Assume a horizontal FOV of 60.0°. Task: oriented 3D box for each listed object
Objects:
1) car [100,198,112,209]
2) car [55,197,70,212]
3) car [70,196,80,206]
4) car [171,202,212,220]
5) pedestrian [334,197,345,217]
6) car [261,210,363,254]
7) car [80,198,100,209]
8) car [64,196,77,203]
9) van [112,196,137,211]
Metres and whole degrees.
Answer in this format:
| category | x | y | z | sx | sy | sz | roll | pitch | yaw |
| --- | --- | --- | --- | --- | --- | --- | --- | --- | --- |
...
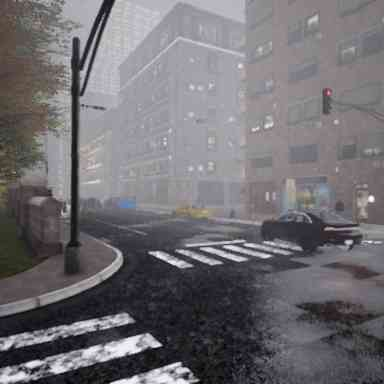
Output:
| category | x | y | z | sx | sy | sz | roll | pitch | yaw |
| --- | --- | --- | --- | --- | --- | --- | --- | --- | --- |
| car | -11.089 | 1.505 | 46.867 | 1.967 | 1.590 | 4.097 | 1 | -1 | -30 |
| car | -15.595 | 1.412 | 37.888 | 1.967 | 1.590 | 4.097 | 1 | -1 | -30 |
| car | -19.215 | 1.613 | 55.605 | 2.033 | 1.411 | 5.357 | 1 | 0 | -30 |
| car | -0.141 | 1.545 | 27.801 | 1.752 | 1.417 | 4.829 | 1 | -1 | -30 |
| pedestrian | 8.345 | 1.167 | 18.941 | 0.375 | 1.860 | 0.375 | 1 | -1 | -30 |
| car | 4.542 | 1.456 | 13.457 | 2.128 | 1.511 | 4.902 | 1 | 0 | -17 |
| car | -14.038 | 1.568 | 46.705 | 1.812 | 1.442 | 4.674 | 1 | 0 | -29 |
| car | -27.641 | 1.693 | 75.682 | 2.008 | 1.369 | 4.403 | 1 | -1 | -30 |
| van | -8.329 | 1.394 | 42.064 | 1.690 | 1.788 | 3.998 | 1 | -1 | -30 |
